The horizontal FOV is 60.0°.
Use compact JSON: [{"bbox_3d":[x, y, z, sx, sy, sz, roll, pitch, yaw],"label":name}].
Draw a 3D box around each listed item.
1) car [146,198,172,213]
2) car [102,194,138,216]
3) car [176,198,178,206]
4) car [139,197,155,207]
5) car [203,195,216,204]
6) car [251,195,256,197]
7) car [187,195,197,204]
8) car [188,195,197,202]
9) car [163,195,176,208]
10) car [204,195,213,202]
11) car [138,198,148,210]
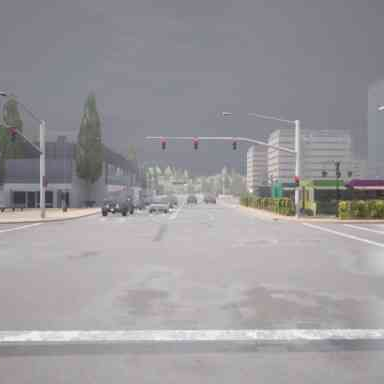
[{"bbox_3d":[-3.573,1.601,36.747,1.895,1.301,4.718,0,0,0],"label":"car"},{"bbox_3d":[-7.089,1.221,32.408,2.150,2.045,5.566,0,0,1],"label":"car"},{"bbox_3d":[-3.542,1.352,55.925,2.097,1.767,4.553,0,0,0],"label":"car"},{"bbox_3d":[-7.051,1.564,52.253,1.994,1.385,4.181,0,0,0],"label":"car"},{"bbox_3d":[3.547,1.491,63.618,2.128,1.511,4.902,0,0,0],"label":"car"},{"bbox_3d":[17.833,1.153,86.775,4.605,1.855,1.932,0,0,-1],"label":"car"},{"bbox_3d":[0.047,1.491,63.620,2.128,1.511,4.902,0,0,0],"label":"car"},{"bbox_3d":[0.055,1.372,73.894,1.837,1.490,4.892,0,0,0],"label":"car"},{"bbox_3d":[-3.564,1.505,46.061,1.837,1.490,4.892,0,0,0],"label":"car"},{"bbox_3d":[3.555,1.397,73.893,1.812,1.442,4.674,0,0,0],"label":"car"},{"bbox_3d":[-7.068,1.491,42.296,2.128,1.511,4.902,0,0,0],"label":"car"}]
